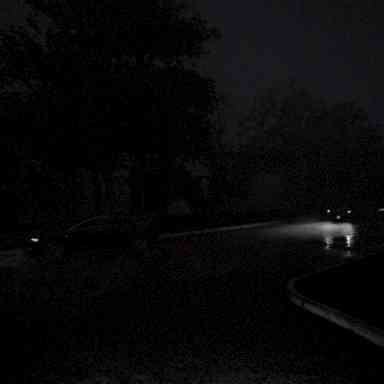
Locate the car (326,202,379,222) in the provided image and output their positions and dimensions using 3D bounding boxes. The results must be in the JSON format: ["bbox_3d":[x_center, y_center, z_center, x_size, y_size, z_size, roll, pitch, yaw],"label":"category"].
[{"bbox_3d":[11.621,1.380,24.030,4.718,1.301,1.895,-1,0,-40],"label":"car"}]

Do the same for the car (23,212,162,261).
[{"bbox_3d":[-3.579,1.549,12.490,4.902,1.511,2.128,-1,1,-24],"label":"car"}]
